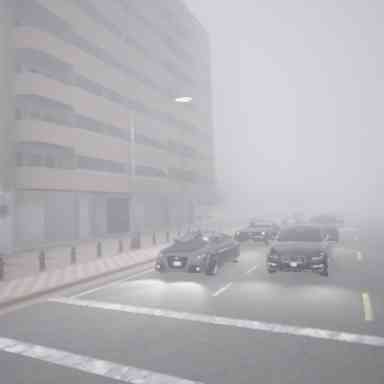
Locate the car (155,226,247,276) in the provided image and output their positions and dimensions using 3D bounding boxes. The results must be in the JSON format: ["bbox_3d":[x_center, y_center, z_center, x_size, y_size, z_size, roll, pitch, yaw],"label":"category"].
[{"bbox_3d":[0.376,2.160,12.473,1.994,1.385,4.181,-3,-3,25],"label":"car"}]

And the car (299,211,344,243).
[{"bbox_3d":[8.136,2.166,20.592,1.882,1.535,5.008,-3,-3,25],"label":"car"}]

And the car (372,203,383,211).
[{"bbox_3d":[43.196,3.523,76.422,1.994,1.385,4.181,-3,-3,25],"label":"car"}]

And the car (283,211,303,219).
[{"bbox_3d":[10.137,2.662,32.832,2.128,1.511,4.902,-3,-3,26],"label":"car"}]

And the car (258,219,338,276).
[{"bbox_3d":[4.040,1.952,12.035,1.837,1.490,4.892,-3,-3,26],"label":"car"}]

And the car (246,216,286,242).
[{"bbox_3d":[4.160,2.420,20.371,1.895,1.301,4.718,-3,-3,25],"label":"car"}]

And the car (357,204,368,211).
[{"bbox_3d":[39.822,3.661,77.484,1.812,1.442,4.674,-3,-3,25],"label":"car"}]
